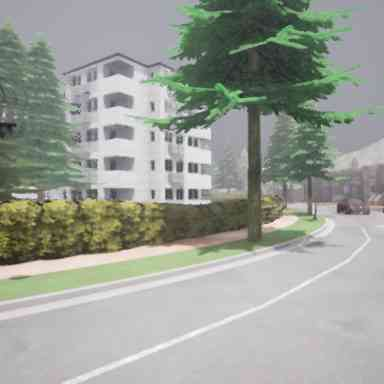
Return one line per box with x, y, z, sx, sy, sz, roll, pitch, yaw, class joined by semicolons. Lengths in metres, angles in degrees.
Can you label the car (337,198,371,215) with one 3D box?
16.647;1.441;34.423;2.097;1.767;4.553;0;0;7;car
